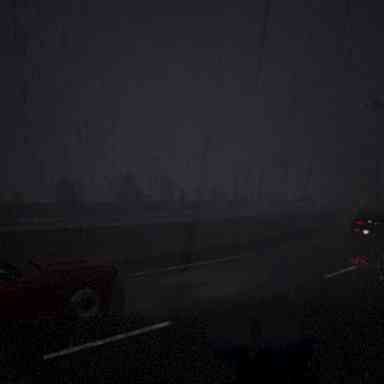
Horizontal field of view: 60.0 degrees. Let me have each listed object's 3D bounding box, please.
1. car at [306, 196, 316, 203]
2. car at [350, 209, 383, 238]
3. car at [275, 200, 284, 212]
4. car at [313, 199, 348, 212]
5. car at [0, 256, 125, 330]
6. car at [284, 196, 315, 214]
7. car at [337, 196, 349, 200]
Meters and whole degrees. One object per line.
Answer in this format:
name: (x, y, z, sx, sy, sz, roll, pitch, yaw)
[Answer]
car: (29.512, 1.852, 82.411, 1.812, 1.442, 4.674, 0, 0, 23)
car: (10.040, 1.676, 17.717, 1.837, 1.490, 4.892, 0, 0, 44)
car: (12.615, 1.851, 45.036, 1.882, 1.535, 5.008, 0, 0, 28)
car: (14.687, 1.805, 35.037, 2.128, 1.511, 4.902, 0, 0, 33)
car: (-3.608, 1.623, 5.599, 4.718, 1.301, 1.895, 1, 0, -36)
car: (12.932, 1.550, 38.671, 2.150, 2.045, 5.566, 0, 0, 32)
car: (33.386, 1.860, 73.760, 2.150, 2.045, 5.566, 0, 0, 23)
